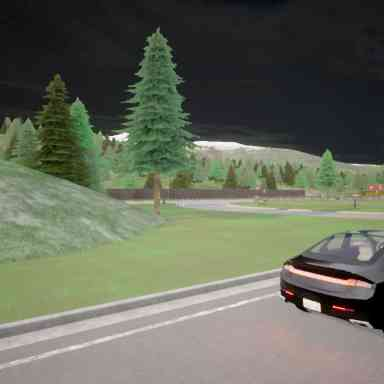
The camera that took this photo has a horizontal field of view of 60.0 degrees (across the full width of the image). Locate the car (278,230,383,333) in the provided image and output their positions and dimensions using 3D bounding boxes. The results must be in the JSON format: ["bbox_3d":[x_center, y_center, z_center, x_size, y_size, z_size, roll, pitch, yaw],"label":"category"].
[{"bbox_3d":[3.780,1.492,6.424,4.902,1.511,2.128,0,0,-35],"label":"car"}]
